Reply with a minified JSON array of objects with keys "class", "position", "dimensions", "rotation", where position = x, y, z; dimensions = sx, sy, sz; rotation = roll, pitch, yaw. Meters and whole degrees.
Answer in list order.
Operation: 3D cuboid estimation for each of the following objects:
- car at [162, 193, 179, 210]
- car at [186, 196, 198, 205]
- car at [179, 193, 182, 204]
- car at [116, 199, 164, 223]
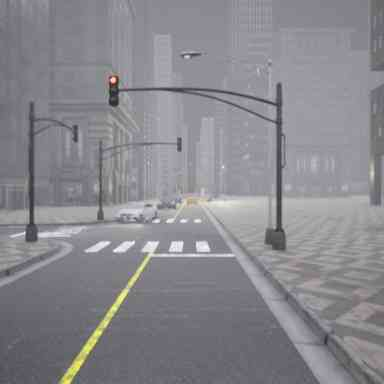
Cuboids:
[{"class":"car","position":[-3.083,1.340,42.402],"dimensions":[2.097,1.767,4.553],"rotation":[0,0,0]},{"class":"car","position":[0.012,1.470,57.735],"dimensions":[1.882,1.535,5.008],"rotation":[0,0,0]},{"class":"car","position":[-2.993,1.215,62.396],"dimensions":[2.150,2.045,5.566],"rotation":[0,0,0]},{"class":"car","position":[-4.076,1.522,25.657],"dimensions":[1.812,1.442,4.674],"rotation":[0,0,16]}]
